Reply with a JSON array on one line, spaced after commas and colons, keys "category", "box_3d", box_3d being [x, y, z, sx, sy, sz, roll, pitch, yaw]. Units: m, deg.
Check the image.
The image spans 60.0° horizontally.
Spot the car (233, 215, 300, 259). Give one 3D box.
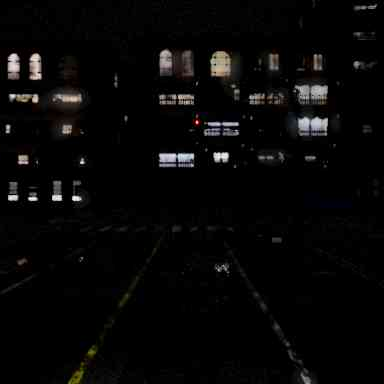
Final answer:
[{"category": "car", "box_3d": [2.569, 1.480, 12.134, 1.947, 1.339, 4.313, 1, 0, 0]}]

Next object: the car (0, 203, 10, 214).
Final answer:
[{"category": "car", "box_3d": [-19.712, 1.489, 31.656, 4.403, 1.369, 2.008, 0, 0, 0]}]

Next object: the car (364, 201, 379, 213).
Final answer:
[{"category": "car", "box_3d": [18.714, 1.279, 31.742, 4.206, 1.307, 1.802, 0, 0, 0]}]

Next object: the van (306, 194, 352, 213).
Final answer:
[{"category": "van", "box_3d": [13.072, 1.072, 31.710, 3.998, 1.788, 1.690, 0, 0, 0]}]
